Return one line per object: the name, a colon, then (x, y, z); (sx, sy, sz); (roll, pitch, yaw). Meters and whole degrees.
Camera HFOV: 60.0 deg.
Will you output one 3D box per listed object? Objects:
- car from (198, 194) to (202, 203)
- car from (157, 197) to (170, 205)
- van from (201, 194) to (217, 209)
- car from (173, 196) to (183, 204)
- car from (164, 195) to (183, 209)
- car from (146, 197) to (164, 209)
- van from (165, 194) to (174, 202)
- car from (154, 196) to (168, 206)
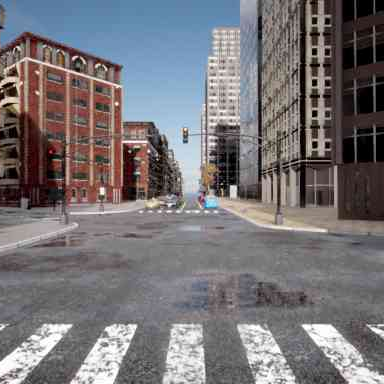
car: (2.567, 1.644, 67.985); (1.887, 1.381, 4.507); (0, 0, 0)
car: (-5.313, 1.650, 62.434); (1.947, 1.339, 4.313); (0, 0, 0)
van: (2.569, 1.386, 45.776); (1.690, 1.788, 3.998); (0, 0, 0)
car: (-2.775, 1.621, 66.420); (1.812, 1.442, 4.674); (0, 0, 1)
car: (-2.813, 1.537, 45.966); (2.128, 1.511, 4.902); (0, 0, 2)
car: (-5.312, 1.570, 45.606); (1.752, 1.417, 4.829); (0, 0, 0)
van: (-5.312, 1.474, 79.090); (1.690, 1.788, 3.998); (0, 0, 0)
car: (-5.312, 1.510, 56.882); (1.967, 1.590, 4.097); (0, 0, 0)
